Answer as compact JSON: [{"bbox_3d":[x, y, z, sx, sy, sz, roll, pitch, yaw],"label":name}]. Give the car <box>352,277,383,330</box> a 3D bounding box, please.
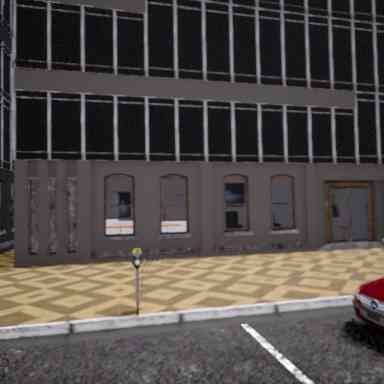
[{"bbox_3d":[4.936,1.720,5.810,4.206,1.307,1.802,0,-2,-13],"label":"car"}]
